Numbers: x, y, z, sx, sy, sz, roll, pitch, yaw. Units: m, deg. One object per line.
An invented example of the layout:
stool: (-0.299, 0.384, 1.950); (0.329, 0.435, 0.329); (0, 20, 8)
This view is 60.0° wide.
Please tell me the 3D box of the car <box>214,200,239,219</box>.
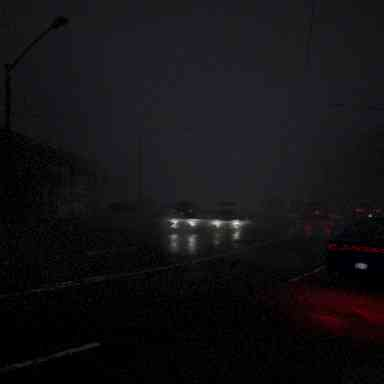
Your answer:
car: (2.980, 1.448, 28.938); (1.882, 1.535, 5.008); (0, 0, 5)

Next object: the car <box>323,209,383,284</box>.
car: (5.349, 1.469, 9.147); (1.882, 1.535, 5.008); (0, 0, 41)

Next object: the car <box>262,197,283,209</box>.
car: (10.475, 1.436, 43.483); (1.882, 1.535, 5.008); (0, 0, 0)

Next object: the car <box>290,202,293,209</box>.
car: (13.974, 1.561, 42.352); (1.895, 1.301, 4.718); (0, 0, 0)

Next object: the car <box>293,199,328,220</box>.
car: (10.102, 1.452, 28.158); (1.882, 1.535, 5.008); (0, 0, 9)

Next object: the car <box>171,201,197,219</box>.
car: (-0.587, 1.495, 29.434); (1.812, 1.442, 4.674); (0, 0, 6)

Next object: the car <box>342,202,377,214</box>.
car: (13.342, 1.502, 26.356); (1.812, 1.442, 4.674); (0, 0, 11)
